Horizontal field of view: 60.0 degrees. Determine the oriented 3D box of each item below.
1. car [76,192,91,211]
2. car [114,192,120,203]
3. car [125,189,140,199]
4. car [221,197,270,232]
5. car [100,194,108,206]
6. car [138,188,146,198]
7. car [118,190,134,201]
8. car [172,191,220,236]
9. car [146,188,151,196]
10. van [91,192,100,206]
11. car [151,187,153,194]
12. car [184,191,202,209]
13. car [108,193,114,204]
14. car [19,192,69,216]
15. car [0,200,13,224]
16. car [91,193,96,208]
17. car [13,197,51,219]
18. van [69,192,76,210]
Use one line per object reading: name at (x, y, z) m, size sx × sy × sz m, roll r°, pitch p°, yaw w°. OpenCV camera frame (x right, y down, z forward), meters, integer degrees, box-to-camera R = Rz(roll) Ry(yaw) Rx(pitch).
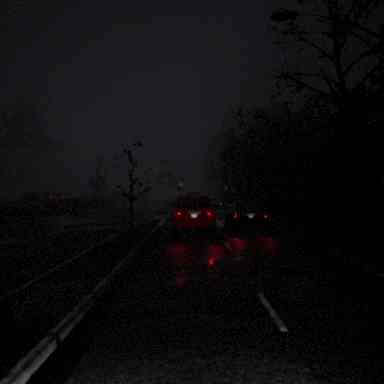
car at (-13.843, 0.998, 34.954) m, size 5.566 × 2.045 × 2.435 m, roll -1°, pitch 1°, yaw -20°
car at (-13.832, 1.075, 49.891) m, size 4.792 × 1.488 × 2.163 m, roll -1°, pitch 1°, yaw -20°
car at (-14.021, 0.798, 67.818) m, size 5.366 × 1.575 × 1.946 m, roll -1°, pitch 1°, yaw -20°
car at (3.096, 1.286, 19.604) m, size 2.097 × 1.767 × 4.553 m, roll 0°, pitch 0°, yaw 0°
car at (-13.833, 1.002, 43.898) m, size 4.553 × 1.767 × 2.185 m, roll -1°, pitch 1°, yaw -20°
car at (-13.824, 0.452, 73.906) m, size 5.566 × 2.045 × 2.435 m, roll -1°, pitch 1°, yaw -20°
car at (-13.827, 0.912, 61.896) m, size 4.792 × 1.488 × 2.163 m, roll -1°, pitch 1°, yaw -20°
car at (0.098, 1.168, 18.158) m, size 2.150 × 2.045 × 5.566 m, roll 0°, pitch 0°, yaw 0°
car at (-13.871, 0.270, 82.885) m, size 5.566 × 2.045 × 2.435 m, roll -1°, pitch 2°, yaw -20°
van at (-13.974, 0.945, 40.862) m, size 4.442 × 1.987 × 1.878 m, roll -1°, pitch 1°, yaw -20°
car at (-13.870, 0.169, 91.897) m, size 4.553 × 1.767 × 2.185 m, roll -1°, pitch 1°, yaw -20°
car at (0.094, 0.883, 41.787) m, size 2.150 × 2.045 × 5.566 m, roll 0°, pitch 1°, yaw 0°
car at (-13.855, 1.127, 46.873) m, size 4.674 × 1.452 × 2.002 m, roll -1°, pitch 1°, yaw -20°
car at (-13.897, 1.079, 28.959) m, size 5.566 × 2.045 × 2.435 m, roll -1°, pitch 1°, yaw -20°
car at (-13.844, 1.456, 20.034) m, size 4.792 × 1.488 × 2.163 m, roll -1°, pitch 0°, yaw -20°
car at (-13.857, 1.210, 37.926) m, size 4.892 × 1.521 × 2.231 m, roll -1°, pitch 1°, yaw -20°
car at (-13.865, 1.405, 25.991) m, size 4.674 × 1.452 × 2.002 m, roll -1°, pitch 1°, yaw -20°
van at (-13.761, 1.063, 32.002) m, size 4.442 × 1.987 × 1.878 m, roll -1°, pitch 1°, yaw -20°
